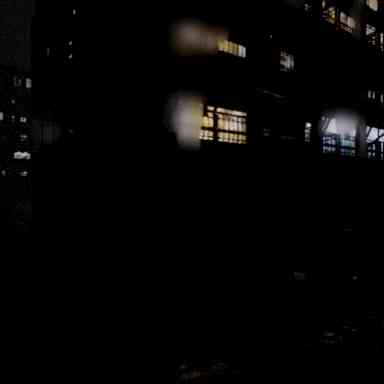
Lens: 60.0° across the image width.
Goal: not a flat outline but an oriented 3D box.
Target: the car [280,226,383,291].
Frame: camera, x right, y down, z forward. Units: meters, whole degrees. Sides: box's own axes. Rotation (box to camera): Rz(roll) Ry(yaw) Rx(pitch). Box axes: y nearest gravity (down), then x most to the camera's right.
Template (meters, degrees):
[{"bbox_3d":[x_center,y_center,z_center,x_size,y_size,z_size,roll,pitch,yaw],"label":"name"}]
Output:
[{"bbox_3d":[4.336,1.650,9.205,4.313,1.339,1.947,1,-1,-36],"label":"car"}]
